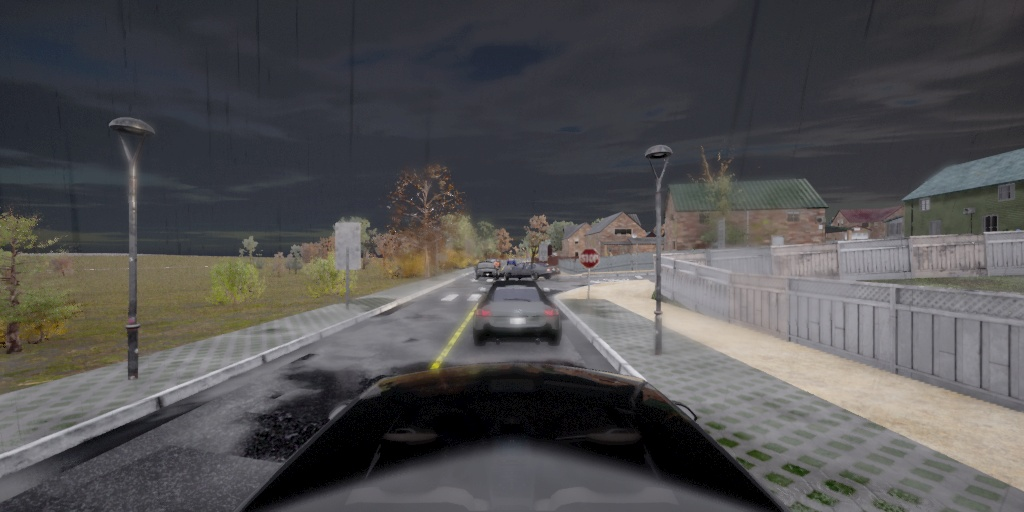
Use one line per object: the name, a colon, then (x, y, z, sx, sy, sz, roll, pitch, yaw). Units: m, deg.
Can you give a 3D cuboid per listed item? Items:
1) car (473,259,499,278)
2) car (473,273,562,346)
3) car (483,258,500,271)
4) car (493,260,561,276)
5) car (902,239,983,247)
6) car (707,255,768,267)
car: (-2.299, 1.258, 31.322, 1.837, 1.490, 4.892, 0, 0, -8)
car: (0.089, 1.313, 9.400, 1.994, 1.385, 4.181, 0, 0, -1)
car: (-2.928, 1.121, 51.139, 2.097, 1.767, 4.553, 0, 0, 1)
car: (1.293, 1.198, 28.417, 5.357, 1.411, 2.033, -4, -3, 43)
car: (23.857, -0.208, 20.409, 4.902, 1.511, 2.128, -3, 0, 14)
car: (14.352, 0.413, 22.815, 4.181, 1.385, 1.994, -3, 0, 16)
